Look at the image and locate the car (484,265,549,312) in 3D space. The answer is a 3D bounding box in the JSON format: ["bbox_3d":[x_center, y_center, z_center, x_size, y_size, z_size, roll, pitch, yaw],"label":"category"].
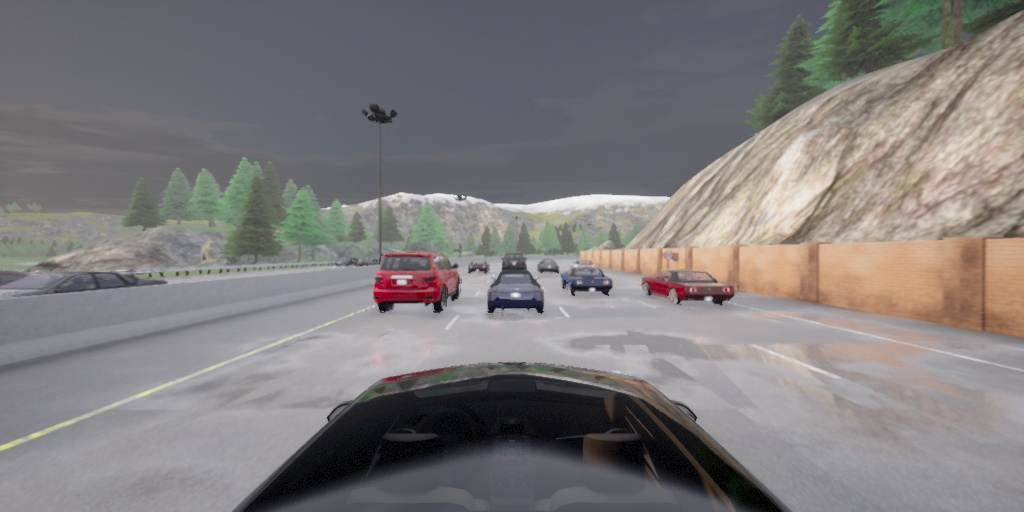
[{"bbox_3d":[0.126,1.217,13.620,1.994,1.385,4.181,0,1,0],"label":"car"}]

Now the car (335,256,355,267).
[{"bbox_3d":[-24.411,0.802,53.176,2.128,1.511,4.902,0,1,1],"label":"car"}]

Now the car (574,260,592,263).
[{"bbox_3d":[7.191,1.065,36.790,1.895,1.301,4.718,0,0,0],"label":"car"}]

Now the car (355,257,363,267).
[{"bbox_3d":[-20.914,0.879,52.910,1.994,1.385,4.181,0,0,1],"label":"car"}]

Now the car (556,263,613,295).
[{"bbox_3d":[3.642,1.215,18.430,1.895,1.301,4.718,0,0,0],"label":"car"}]

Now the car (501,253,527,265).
[{"bbox_3d":[0.181,0.716,32.623,2.150,2.045,5.566,0,0,0],"label":"car"}]

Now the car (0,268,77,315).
[{"bbox_3d":[-17.577,1.186,11.405,1.812,1.442,4.674,0,0,0],"label":"car"}]

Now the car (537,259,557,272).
[{"bbox_3d":[3.692,1.022,37.335,1.994,1.385,4.181,0,0,0],"label":"car"}]

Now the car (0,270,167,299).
[{"bbox_3d":[-14.077,1.209,11.395,2.033,1.411,5.357,0,0,0],"label":"car"}]

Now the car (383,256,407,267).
[{"bbox_3d":[-17.403,0.788,53.742,1.882,1.535,5.008,0,0,1],"label":"car"}]

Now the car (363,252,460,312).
[{"bbox_3d":[-3.371,0.871,13.685,2.150,2.045,5.566,0,1,0],"label":"car"}]

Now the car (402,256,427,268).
[{"bbox_3d":[-13.933,0.822,51.599,2.128,1.511,4.902,0,0,1],"label":"car"}]

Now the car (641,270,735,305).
[{"bbox_3d":[7.133,1.244,15.214,1.895,1.301,4.718,0,0,0],"label":"car"}]

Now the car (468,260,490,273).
[{"bbox_3d":[-3.309,1.061,36.601,1.895,1.301,4.718,0,0,0],"label":"car"}]
